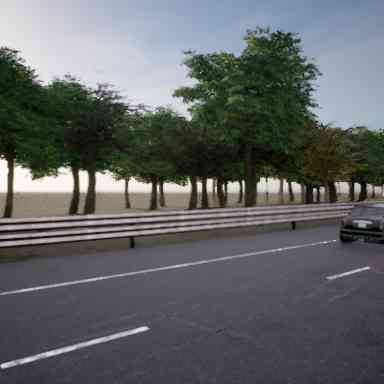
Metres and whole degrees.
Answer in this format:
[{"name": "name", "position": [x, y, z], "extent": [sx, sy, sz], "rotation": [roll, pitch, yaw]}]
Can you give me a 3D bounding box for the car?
[{"name": "car", "position": [8.219, 1.276, 13.909], "extent": [4.553, 1.767, 2.097], "rotation": [0, 0, -36]}]
